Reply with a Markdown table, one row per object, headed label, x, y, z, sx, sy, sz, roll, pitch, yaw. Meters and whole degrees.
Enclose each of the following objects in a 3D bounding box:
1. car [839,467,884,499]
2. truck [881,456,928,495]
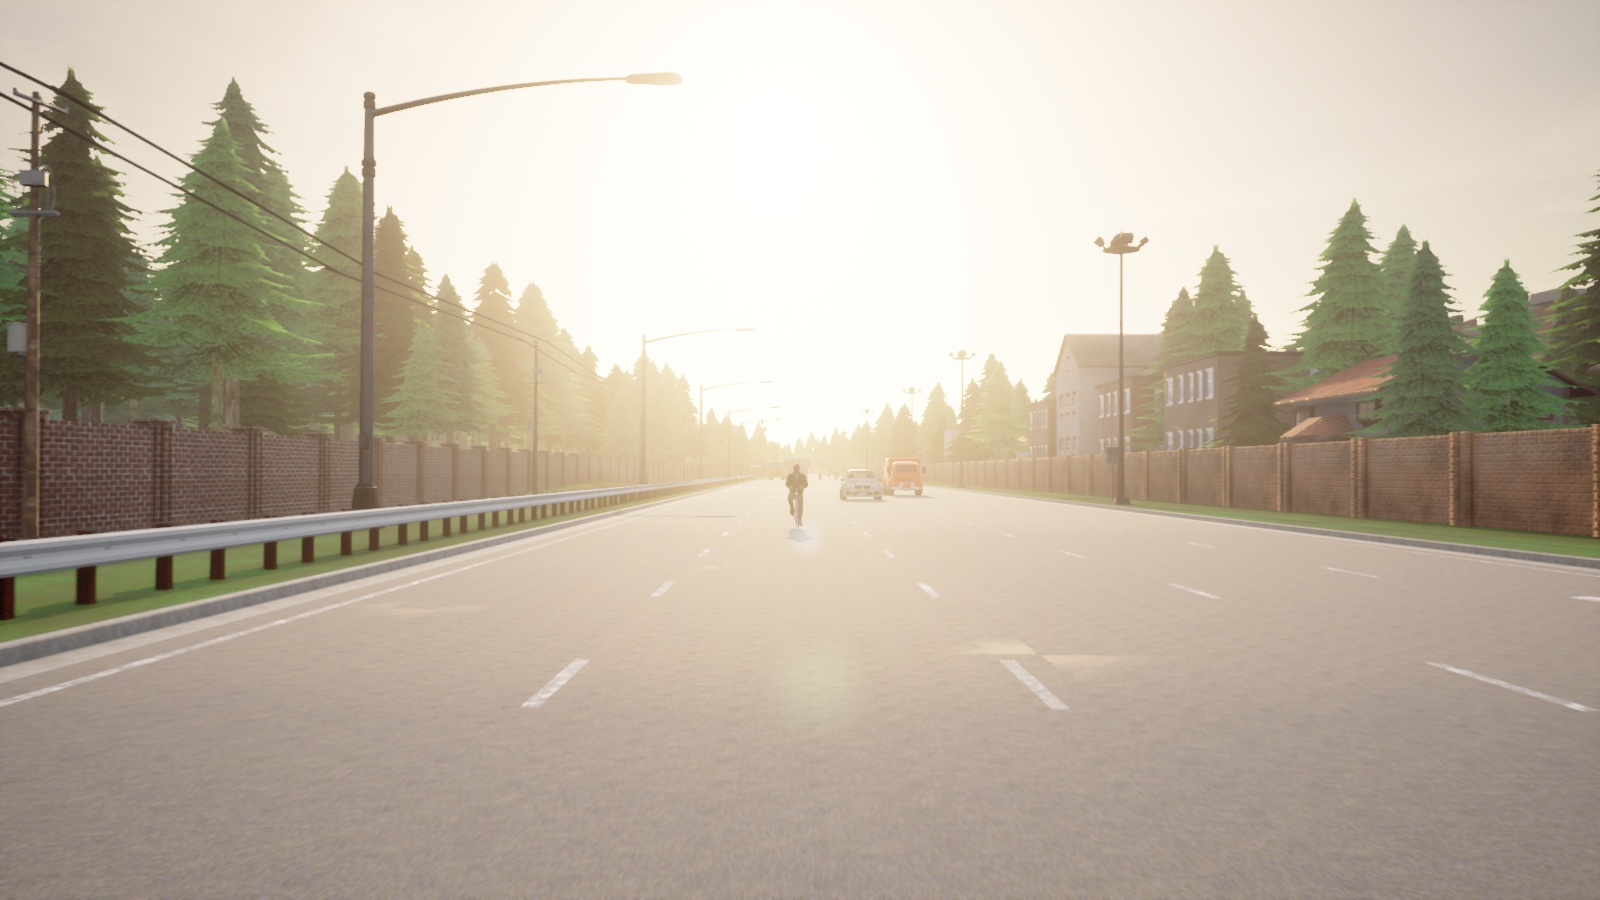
| label | x | y | z | sx | sy | sz | roll | pitch | yaw |
| --- | --- | --- | --- | --- | --- | --- | --- | --- | --- |
| car | 3.329 | 1.797 | 68.803 | 2.242 | 1.667 | 4.611 | 0 | -1 | 0 |
| truck | 6.794 | 1.681 | 82.433 | 2.627 | 2.467 | 5.204 | 0 | -1 | 0 |
